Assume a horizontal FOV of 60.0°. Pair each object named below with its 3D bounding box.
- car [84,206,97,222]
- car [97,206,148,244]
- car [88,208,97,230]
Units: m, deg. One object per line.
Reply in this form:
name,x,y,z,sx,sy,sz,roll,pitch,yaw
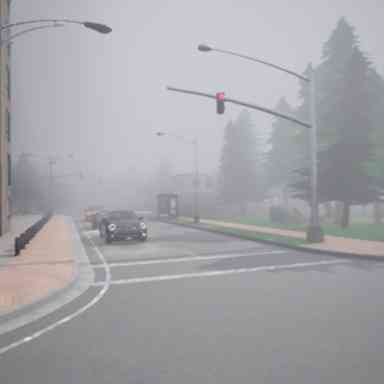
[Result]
car,-10.715,2.304,36.762,2.097,1.767,4.553,0,-1,-20
car,-3.977,1.820,18.928,2.097,1.767,4.553,0,-1,-21
car,-7.142,2.259,27.301,1.994,1.385,4.181,0,-1,-20
